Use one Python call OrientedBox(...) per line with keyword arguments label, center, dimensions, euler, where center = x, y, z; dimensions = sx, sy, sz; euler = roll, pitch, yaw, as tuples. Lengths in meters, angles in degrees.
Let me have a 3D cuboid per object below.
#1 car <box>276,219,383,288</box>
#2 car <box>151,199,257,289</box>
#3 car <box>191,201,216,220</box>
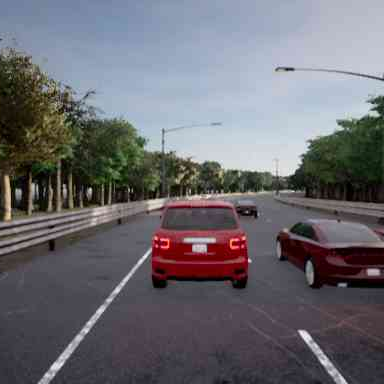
OrientedBox(label="car", center=(3.714, 1.466, 9.192), dimensions=(1.882, 1.535, 5.008), euler=(0, 0, 1))
OrientedBox(label="car", center=(0.208, 1.209, 9.317), dimensions=(2.150, 2.045, 5.566), euler=(0, 0, 1))
OrientedBox(label="car", center=(1.035, 1.529, 28.303), dimensions=(1.994, 1.385, 4.181), euler=(0, 0, 4))
